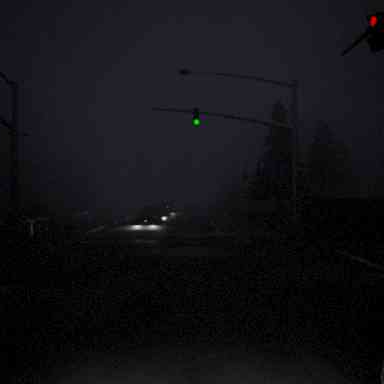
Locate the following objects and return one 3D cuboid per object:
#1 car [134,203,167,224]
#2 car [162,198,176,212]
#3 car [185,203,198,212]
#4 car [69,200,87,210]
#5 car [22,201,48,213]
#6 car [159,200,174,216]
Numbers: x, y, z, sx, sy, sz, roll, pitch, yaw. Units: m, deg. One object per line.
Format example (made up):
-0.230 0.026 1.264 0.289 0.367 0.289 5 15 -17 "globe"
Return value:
-3.611 1.908 28.521 2.033 1.411 5.357 0 -1 0 "car"
-3.559 1.840 48.982 2.150 2.045 5.566 0 -1 -2 "car"
-0.017 2.222 49.164 1.895 1.301 4.718 0 -1 0 "car"
-17.474 2.019 50.983 1.845 1.501 3.633 0 -1 0 "car"
-20.524 1.936 43.591 1.970 1.475 3.806 0 -1 0 "car"
-3.608 2.036 38.626 2.033 1.411 5.357 0 -1 0 "car"
